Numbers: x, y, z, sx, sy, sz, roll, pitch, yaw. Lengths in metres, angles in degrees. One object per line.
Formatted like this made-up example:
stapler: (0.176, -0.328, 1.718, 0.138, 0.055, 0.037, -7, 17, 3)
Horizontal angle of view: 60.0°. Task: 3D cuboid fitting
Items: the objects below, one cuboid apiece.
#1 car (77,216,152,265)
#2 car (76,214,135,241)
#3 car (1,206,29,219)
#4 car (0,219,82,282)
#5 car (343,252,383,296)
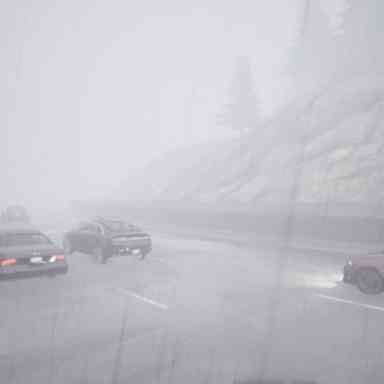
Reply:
car: (-3.526, 1.865, 13.299, 2.128, 1.511, 4.902, 3, -2, -41)
car: (-5.646, 2.193, 21.317, 1.895, 1.301, 4.718, 2, -2, -38)
car: (-16.392, 2.048, 30.744, 2.097, 1.767, 4.553, 2, -2, -32)
car: (-5.577, 1.786, 10.262, 2.033, 1.411, 5.357, 3, -2, -41)
car: (6.054, 1.951, 8.223, 4.181, 1.385, 1.994, -1, -3, 44)
